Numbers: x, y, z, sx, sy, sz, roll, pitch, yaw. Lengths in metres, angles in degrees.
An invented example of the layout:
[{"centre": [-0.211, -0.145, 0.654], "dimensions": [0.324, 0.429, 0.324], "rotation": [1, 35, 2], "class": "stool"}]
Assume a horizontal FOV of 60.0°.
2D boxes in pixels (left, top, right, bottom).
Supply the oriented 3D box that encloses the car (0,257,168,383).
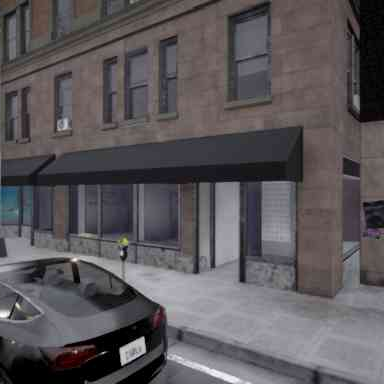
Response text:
[{"centre": [-2.260, 1.565, 4.414], "dimensions": [4.313, 1.339, 1.947], "rotation": [0, 0, 35], "class": "car"}]
